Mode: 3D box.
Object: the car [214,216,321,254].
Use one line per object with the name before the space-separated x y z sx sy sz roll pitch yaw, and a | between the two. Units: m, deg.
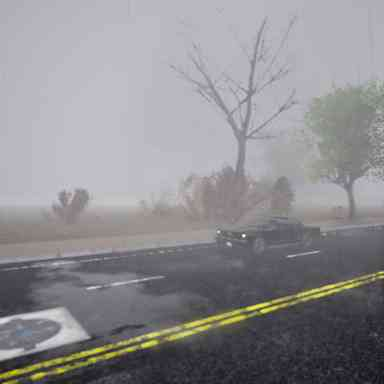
car | 3.228 1.695 13.923 4.718 1.301 1.895 1 0 -35
